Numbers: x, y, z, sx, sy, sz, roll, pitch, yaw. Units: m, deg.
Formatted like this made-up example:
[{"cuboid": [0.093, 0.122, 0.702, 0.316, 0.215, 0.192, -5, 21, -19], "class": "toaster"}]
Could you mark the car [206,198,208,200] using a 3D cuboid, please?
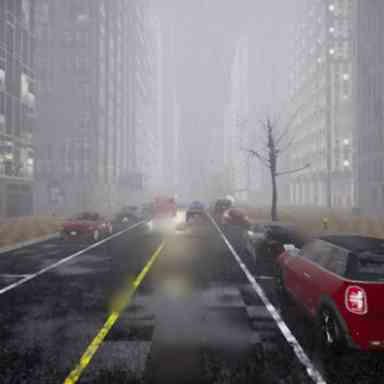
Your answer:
[{"cuboid": [3.180, 1.694, 40.373, 2.192, 1.841, 5.009, 1, -1, 1], "class": "car"}]

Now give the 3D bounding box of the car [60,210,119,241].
[{"cuboid": [-5.490, 1.694, 17.742, 1.887, 1.381, 4.507, 1, -1, 1], "class": "car"}]

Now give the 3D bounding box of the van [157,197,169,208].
[{"cuboid": [-4.991, 1.857, 57.561, 1.690, 1.788, 3.998, 1, -1, 1], "class": "van"}]

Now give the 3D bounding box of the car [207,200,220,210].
[{"cuboid": [3.319, 2.011, 51.918, 1.752, 1.417, 4.829, 1, -1, 1], "class": "car"}]

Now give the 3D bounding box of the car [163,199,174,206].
[{"cuboid": [-4.855, 2.188, 68.936, 1.947, 1.339, 4.313, 1, -1, 1], "class": "car"}]

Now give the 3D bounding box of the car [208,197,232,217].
[{"cuboid": [3.111, 1.642, 34.685, 2.192, 1.841, 5.009, 1, -1, 1], "class": "car"}]

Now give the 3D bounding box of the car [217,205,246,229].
[{"cuboid": [2.969, 1.804, 23.306, 1.802, 1.307, 4.206, 1, -1, 1], "class": "car"}]

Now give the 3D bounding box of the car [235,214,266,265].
[{"cuboid": [2.896, 1.684, 11.930, 1.947, 1.339, 4.313, 1, -1, 1], "class": "car"}]

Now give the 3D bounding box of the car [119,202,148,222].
[{"cuboid": [-5.342, 1.820, 29.116, 1.947, 1.339, 4.313, 1, -1, 1], "class": "car"}]

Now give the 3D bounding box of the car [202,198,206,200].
[{"cuboid": [0.568, 1.875, 43.134, 1.882, 1.535, 5.008, 0, 0, 1], "class": "car"}]

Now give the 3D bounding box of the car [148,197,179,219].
[{"cuboid": [-2.617, 1.514, 32.415, 2.150, 2.045, 5.566, 0, -1, 1], "class": "car"}]

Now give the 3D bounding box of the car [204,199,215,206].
[{"cuboid": [3.525, 2.193, 68.813, 2.008, 1.369, 4.403, 1, -1, 1], "class": "car"}]

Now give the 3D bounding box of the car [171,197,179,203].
[{"cuboid": [-4.575, 2.275, 91.692, 1.967, 1.590, 4.097, 1, -1, 1], "class": "car"}]

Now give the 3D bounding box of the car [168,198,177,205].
[{"cuboid": [-4.715, 2.279, 80.313, 2.008, 1.369, 4.403, 1, -1, 1], "class": "car"}]

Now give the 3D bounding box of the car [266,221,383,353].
[{"cuboid": [2.884, 1.506, 6.243, 1.967, 1.590, 4.097, 1, -1, 1], "class": "car"}]

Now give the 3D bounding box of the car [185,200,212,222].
[{"cuboid": [0.412, 1.766, 29.651, 2.128, 1.511, 4.902, 0, 0, 1], "class": "car"}]

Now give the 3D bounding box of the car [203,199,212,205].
[{"cuboid": [3.665, 2.300, 80.190, 2.008, 1.369, 4.403, 1, -1, 1], "class": "car"}]

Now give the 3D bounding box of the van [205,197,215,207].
[{"cuboid": [3.459, 1.931, 63.127, 1.690, 1.788, 3.998, 1, -1, 1], "class": "van"}]
